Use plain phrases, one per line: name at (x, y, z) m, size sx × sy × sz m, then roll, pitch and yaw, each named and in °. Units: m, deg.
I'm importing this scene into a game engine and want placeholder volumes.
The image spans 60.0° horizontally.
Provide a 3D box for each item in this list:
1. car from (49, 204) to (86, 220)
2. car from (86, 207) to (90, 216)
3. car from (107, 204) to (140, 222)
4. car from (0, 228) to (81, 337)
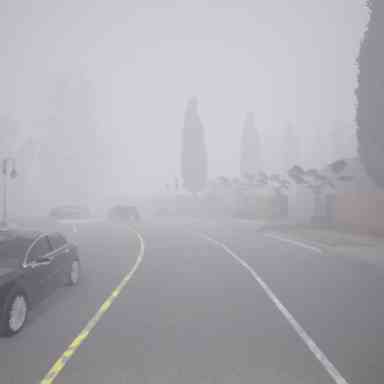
car at (-12.444, 1.996, 32.561) m, size 1.994 × 1.385 × 4.181 m, roll 1°, pitch -2°, yaw -41°
car at (-13.796, 2.136, 39.190) m, size 4.181 × 1.385 × 1.994 m, roll -1°, pitch -1°, yaw 42°
car at (-6.251, 1.884, 30.162) m, size 1.837 × 1.490 × 4.892 m, roll 1°, pitch -1°, yaw -31°
car at (-3.748, 1.578, 6.820) m, size 1.837 × 1.490 × 4.892 m, roll 0°, pitch -1°, yaw -2°
